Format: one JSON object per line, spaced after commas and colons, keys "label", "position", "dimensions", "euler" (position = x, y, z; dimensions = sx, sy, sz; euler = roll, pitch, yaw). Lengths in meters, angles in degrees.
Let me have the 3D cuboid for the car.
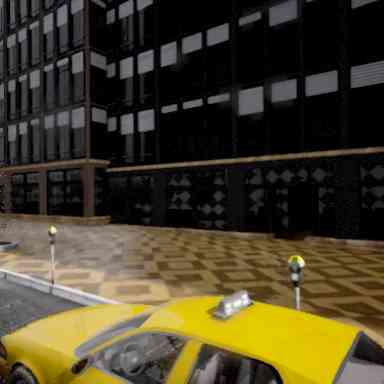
{"label": "car", "position": [0.105, 1.517, 2.816], "dimensions": [4.829, 1.417, 1.752], "euler": [0, -1, 36]}
